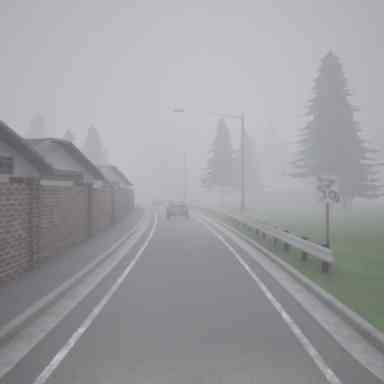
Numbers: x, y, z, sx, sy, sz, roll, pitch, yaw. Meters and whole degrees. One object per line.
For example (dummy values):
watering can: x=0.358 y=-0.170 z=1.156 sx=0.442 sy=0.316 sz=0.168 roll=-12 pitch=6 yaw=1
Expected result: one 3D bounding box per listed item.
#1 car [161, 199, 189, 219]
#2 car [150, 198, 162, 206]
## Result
car: x=-1.376 y=1.509 z=29.360 sx=2.128 sy=1.511 sz=4.902 roll=0 pitch=0 yaw=-6
car: x=-5.649 y=1.599 z=54.285 sx=1.994 sy=1.385 sz=4.181 roll=0 pitch=0 yaw=-13
